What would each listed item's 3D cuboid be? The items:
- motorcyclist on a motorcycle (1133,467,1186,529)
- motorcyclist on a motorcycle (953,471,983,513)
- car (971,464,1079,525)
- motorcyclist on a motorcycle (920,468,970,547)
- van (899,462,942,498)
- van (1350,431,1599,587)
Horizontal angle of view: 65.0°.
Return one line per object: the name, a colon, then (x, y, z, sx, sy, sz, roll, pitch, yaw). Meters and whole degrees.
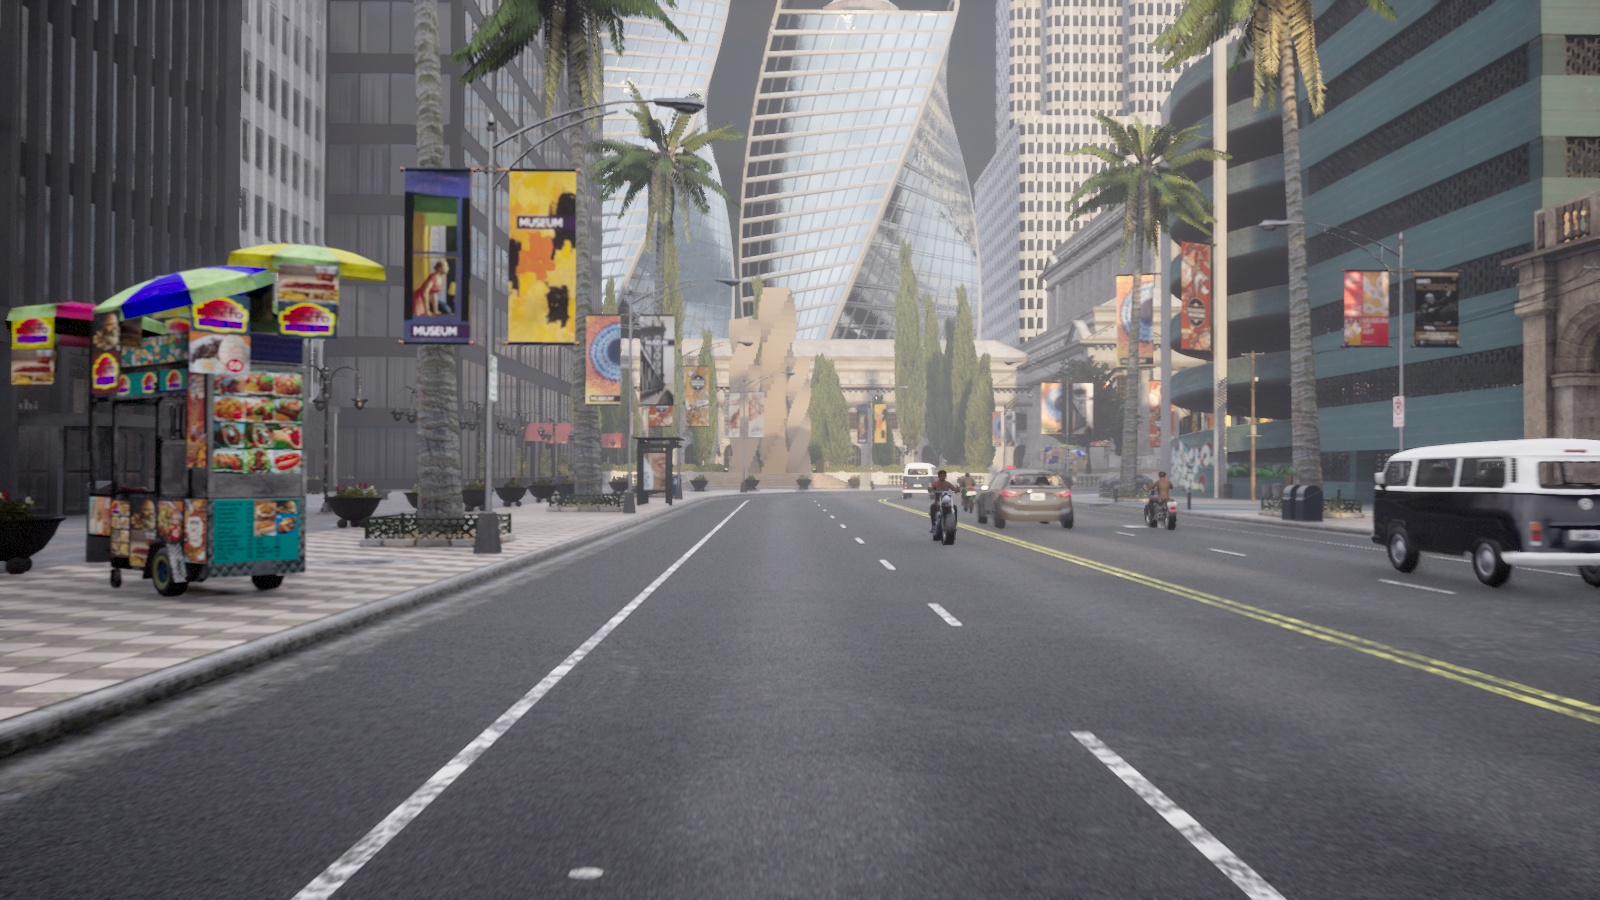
motorcyclist on a motorcycle: (9.997, 1.311, 34.998, 0.766, 1.649, 2.350, 0, -1, -1)
motorcyclist on a motorcycle: (6.299, 1.562, 47.234, 0.797, 1.523, 2.044, 0, -1, -1)
car: (6.471, 1.246, 36.597, 2.242, 1.667, 4.611, 0, -1, -1)
motorcyclist on a motorcycle: (3.121, 1.209, 27.276, 0.766, 1.649, 2.350, 0, -1, -1)
van: (7.008, 1.724, 72.518, 2.069, 2.038, 4.480, -1, -1, 11)
van: (10.259, 0.811, 18.741, 2.069, 2.038, 4.480, 0, -1, -1)
